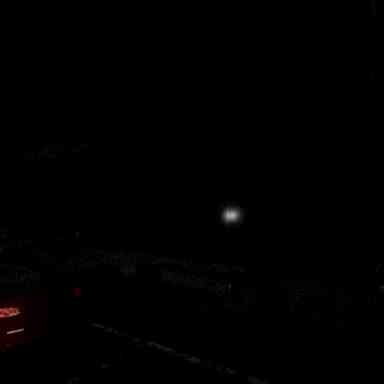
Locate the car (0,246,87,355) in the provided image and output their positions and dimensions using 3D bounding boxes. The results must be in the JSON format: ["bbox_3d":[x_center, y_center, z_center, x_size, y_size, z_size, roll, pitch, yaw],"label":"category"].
[{"bbox_3d":[-3.502,1.581,5.556,4.206,1.307,1.802,0,0,35],"label":"car"}]
